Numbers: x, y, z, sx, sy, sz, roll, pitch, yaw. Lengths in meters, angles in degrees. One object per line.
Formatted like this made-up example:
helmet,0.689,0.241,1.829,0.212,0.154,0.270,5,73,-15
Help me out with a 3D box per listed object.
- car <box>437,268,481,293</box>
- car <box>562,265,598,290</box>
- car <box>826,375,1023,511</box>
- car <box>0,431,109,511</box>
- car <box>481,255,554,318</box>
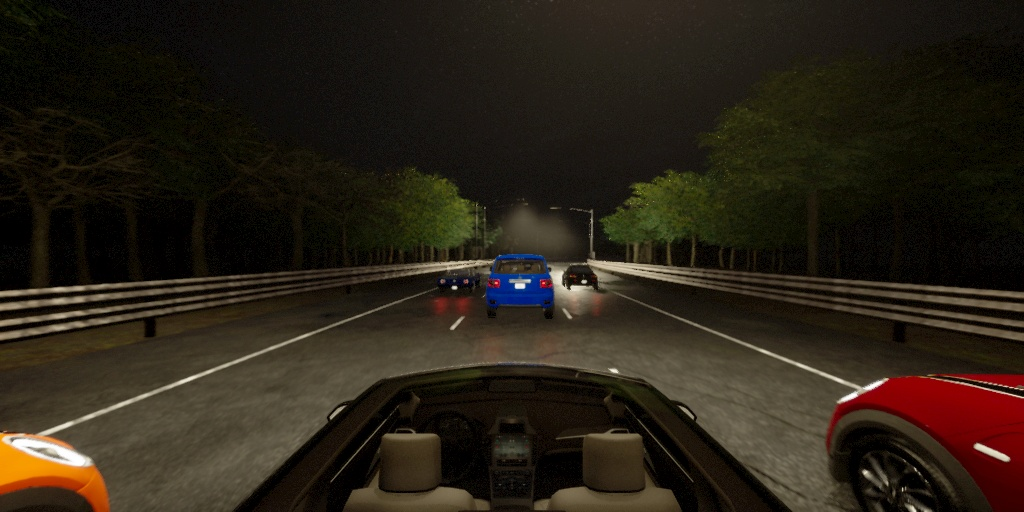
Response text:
car,-2.880,1.362,20.889,1.895,1.301,4.718,0,0,3
car,4.237,1.295,22.736,1.812,1.442,4.674,0,0,3
car,3.636,1.105,1.033,2.097,1.767,4.553,0,0,0
car,-3.362,1.096,0.131,2.097,1.767,4.553,0,0,0
car,0.315,0.981,13.226,2.150,2.045,5.566,0,0,2
